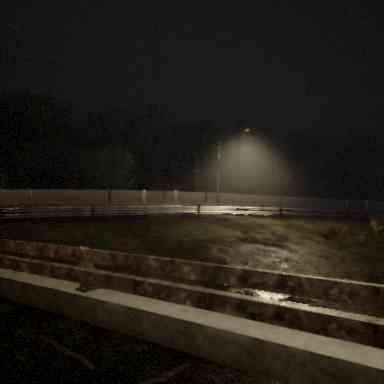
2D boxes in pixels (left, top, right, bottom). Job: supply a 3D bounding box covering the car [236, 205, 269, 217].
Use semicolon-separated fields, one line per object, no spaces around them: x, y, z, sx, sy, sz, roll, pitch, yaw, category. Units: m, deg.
7.688;2.432;42.943;4.892;1.490;1.837;3;-2;-24;car
